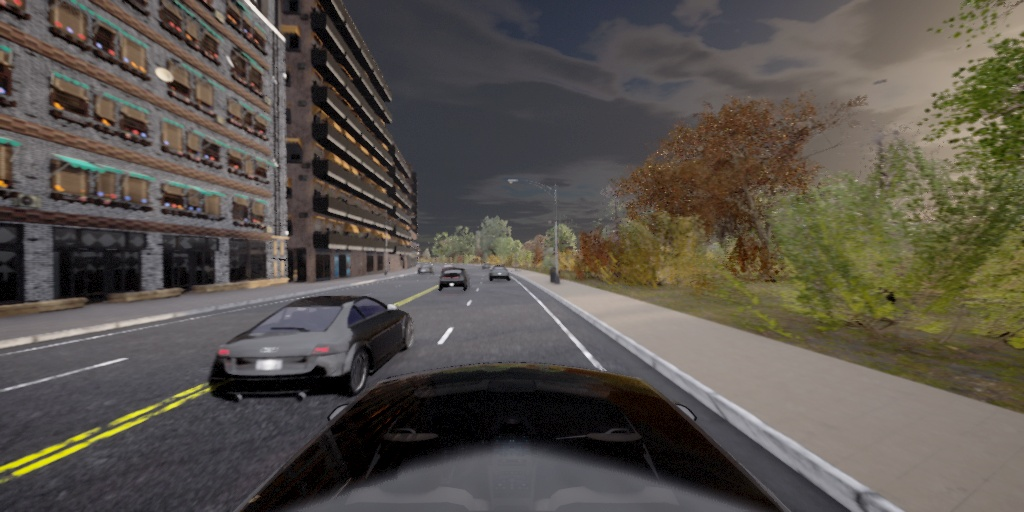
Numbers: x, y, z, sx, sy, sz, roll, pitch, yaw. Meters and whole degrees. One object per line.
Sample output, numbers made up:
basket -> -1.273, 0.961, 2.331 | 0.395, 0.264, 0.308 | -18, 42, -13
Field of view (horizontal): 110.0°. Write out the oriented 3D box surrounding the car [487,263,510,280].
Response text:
car -> -1.309, 1.694, 36.342 | 1.994, 1.385, 4.181 | -1, -1, -4

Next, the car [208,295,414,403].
car -> -3.227, 1.412, 6.703 | 1.994, 1.385, 4.181 | -1, -1, -1

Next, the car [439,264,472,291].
car -> -3.895, 1.554, 24.862 | 1.837, 1.490, 4.892 | -1, 0, -3

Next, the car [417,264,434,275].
car -> -12.477, 1.939, 51.936 | 2.128, 1.511, 4.902 | -1, -1, -5
